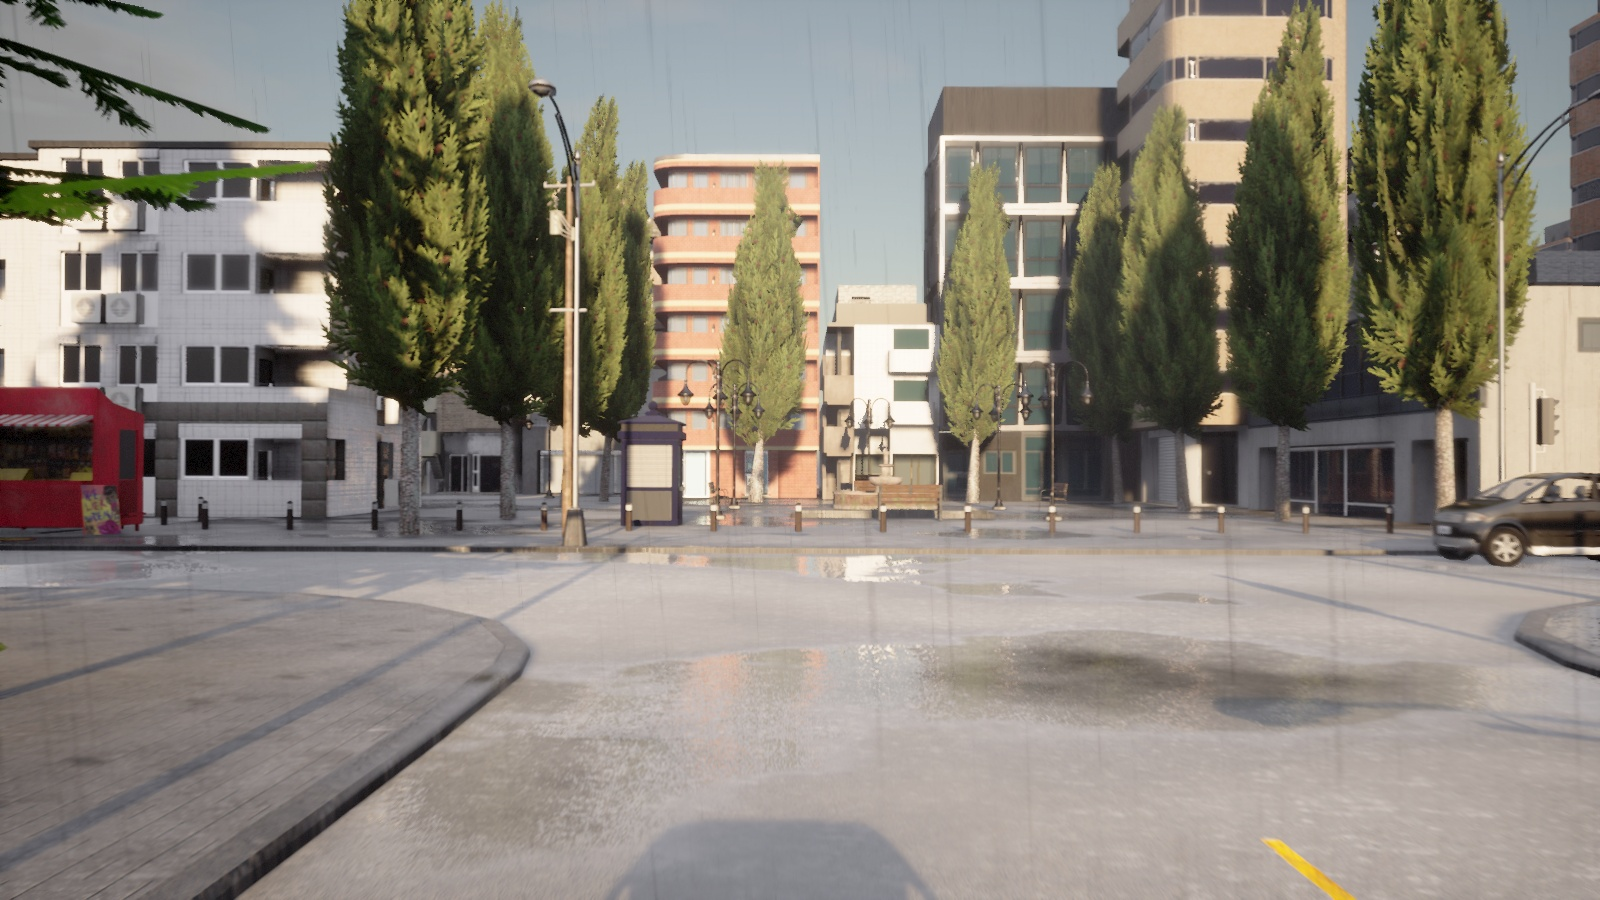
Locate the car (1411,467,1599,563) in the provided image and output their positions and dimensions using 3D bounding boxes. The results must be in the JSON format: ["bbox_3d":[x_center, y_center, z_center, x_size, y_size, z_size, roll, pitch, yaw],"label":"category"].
[{"bbox_3d":[12.616,1.061,21.204,3.705,1.549,1.789,0,-1,0],"label":"car"}]
